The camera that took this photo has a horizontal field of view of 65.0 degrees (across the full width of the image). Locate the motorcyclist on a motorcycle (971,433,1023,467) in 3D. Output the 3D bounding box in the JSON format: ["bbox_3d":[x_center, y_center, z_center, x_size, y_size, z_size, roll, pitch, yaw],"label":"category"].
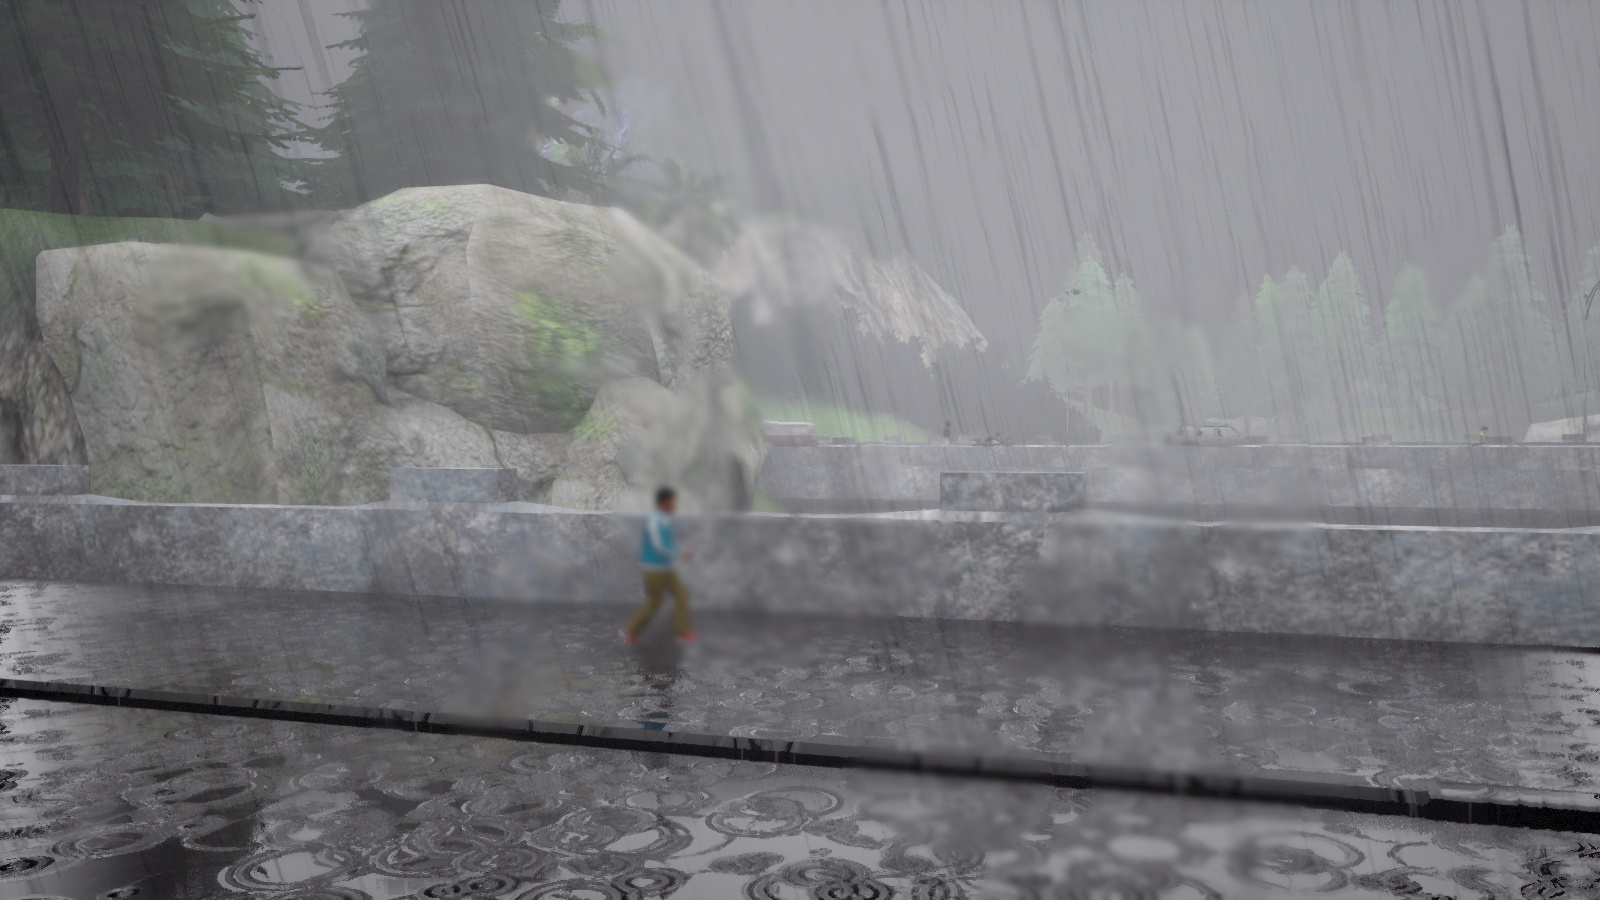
[{"bbox_3d":[8.970,-0.020,57.146,2.191,1.530,0.866,1,1,19],"label":"motorcyclist on a motorcycle"}]

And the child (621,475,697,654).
[{"bbox_3d":[-0.970,0.774,8.664,0.448,1.192,0.343,0,1,7],"label":"child"}]

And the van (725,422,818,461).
[{"bbox_3d":[-1.485,-0.465,64.868,4.442,1.987,1.775,1,1,19],"label":"van"}]

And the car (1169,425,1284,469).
[{"bbox_3d":[18.319,-0.151,54.008,4.605,1.855,1.932,0,1,19],"label":"car"}]
